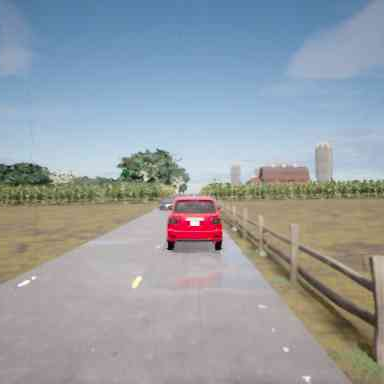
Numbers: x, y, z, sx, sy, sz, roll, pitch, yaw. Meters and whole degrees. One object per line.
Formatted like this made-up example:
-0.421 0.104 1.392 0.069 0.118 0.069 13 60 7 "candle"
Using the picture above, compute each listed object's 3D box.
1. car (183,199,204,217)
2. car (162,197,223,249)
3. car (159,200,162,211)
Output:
0.104 1.477 31.626 1.837 1.490 4.892 0 0 0 "car"
0.101 1.217 14.604 2.150 2.045 5.566 0 0 0 "car"
-2.839 1.445 39.314 2.128 1.511 4.902 0 0 0 "car"
